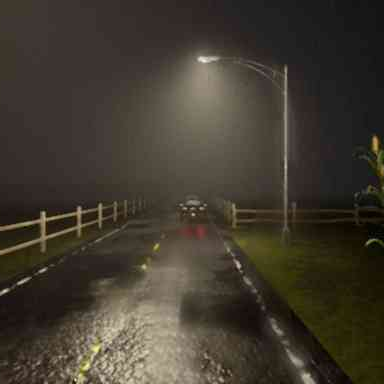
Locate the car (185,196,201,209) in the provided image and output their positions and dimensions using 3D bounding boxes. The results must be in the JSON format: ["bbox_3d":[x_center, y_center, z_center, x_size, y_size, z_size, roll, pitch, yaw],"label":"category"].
[{"bbox_3d":[0.086,1.216,40.919,1.812,1.442,4.674,0,1,0],"label":"car"}]

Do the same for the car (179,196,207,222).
[{"bbox_3d":[0.089,1.304,24.469,2.128,1.511,4.902,0,0,0],"label":"car"}]
